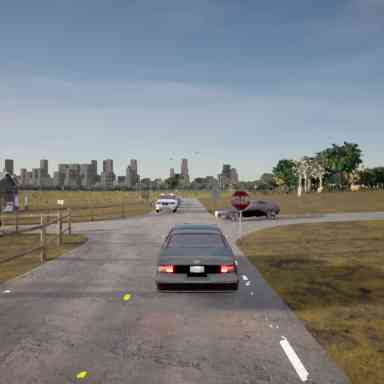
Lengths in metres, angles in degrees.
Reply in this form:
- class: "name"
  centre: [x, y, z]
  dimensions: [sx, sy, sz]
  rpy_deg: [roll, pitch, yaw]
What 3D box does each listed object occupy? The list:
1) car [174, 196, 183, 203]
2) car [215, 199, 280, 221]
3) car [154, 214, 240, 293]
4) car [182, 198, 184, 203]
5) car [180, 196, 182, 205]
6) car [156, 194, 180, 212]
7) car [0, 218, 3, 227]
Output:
- class: "car"
  centre: [-2.788, 1.594, 70.613]
  dimensions: [1.812, 1.442, 4.674]
  rpy_deg: [0, 0, 0]
- class: "car"
  centre: [3.994, 1.279, 24.107]
  dimensions: [4.902, 1.511, 2.128]
  rpy_deg: [-2, 0, -19]
- class: "car"
  centre: [0.094, 1.549, 8.976]
  dimensions: [2.033, 1.411, 5.357]
  rpy_deg: [0, 0, 0]
- class: "car"
  centre: [-2.858, 1.584, 58.704]
  dimensions: [2.033, 1.411, 5.357]
  rpy_deg: [0, 0, 0]
- class: "car"
  centre: [-2.866, 1.542, 48.339]
  dimensions: [1.812, 1.442, 4.674]
  rpy_deg: [0, 0, 0]
- class: "car"
  centre: [-2.865, 1.231, 38.363]
  dimensions: [2.150, 2.045, 5.566]
  rpy_deg: [0, 0, 0]
- class: "car"
  centre: [-15.576, 2.029, 22.591]
  dimensions: [5.008, 1.535, 1.882]
  rpy_deg: [-2, 0, 0]
